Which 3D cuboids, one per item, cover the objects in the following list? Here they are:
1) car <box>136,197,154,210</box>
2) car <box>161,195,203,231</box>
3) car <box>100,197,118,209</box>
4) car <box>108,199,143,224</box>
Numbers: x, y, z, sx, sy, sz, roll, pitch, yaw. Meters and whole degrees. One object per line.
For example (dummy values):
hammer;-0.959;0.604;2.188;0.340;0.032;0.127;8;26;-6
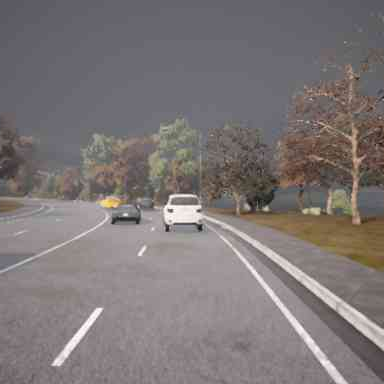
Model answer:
car;-6.165;1.410;41.149;2.128;1.511;4.902;1;0;-24
car;-0.655;1.173;20.532;2.150;2.045;5.566;0;0;-6
car;-10.132;1.318;41.458;1.882;1.535;5.008;2;0;-25
car;-4.768;1.487;24.292;1.994;1.385;4.181;0;0;-9
